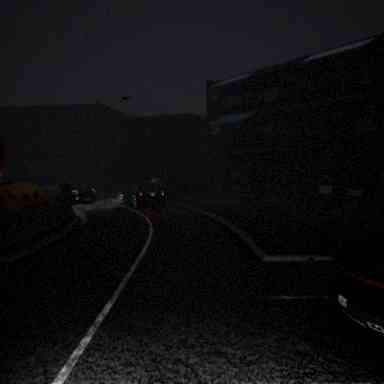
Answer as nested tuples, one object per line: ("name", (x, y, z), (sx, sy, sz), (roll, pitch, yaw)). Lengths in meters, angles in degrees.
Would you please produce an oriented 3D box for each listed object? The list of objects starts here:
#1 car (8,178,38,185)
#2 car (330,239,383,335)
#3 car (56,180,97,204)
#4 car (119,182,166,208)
("car", (-17.949, -0.548, 33.869), (4.553, 1.767, 2.097), (-1, 5, 16))
("car", (4.637, 1.335, 4.901), (4.892, 1.521, 2.231), (0, 2, 0))
("car", (-9.432, -0.140, 26.028), (4.553, 1.767, 2.097), (4, 6, 40))
("car", (-3.665, 0.041, 23.918), (2.097, 1.767, 4.553), (-3, 6, -29))
